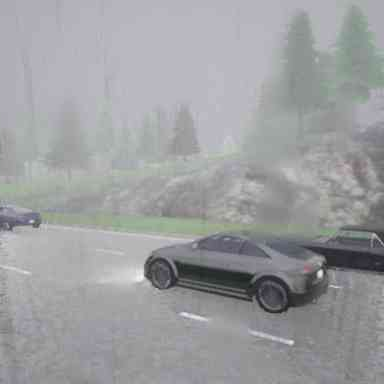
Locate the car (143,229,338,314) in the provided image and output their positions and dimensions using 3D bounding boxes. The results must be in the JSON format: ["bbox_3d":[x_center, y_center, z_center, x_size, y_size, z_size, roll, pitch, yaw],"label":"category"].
[{"bbox_3d":[0.866,1.567,7.672,4.181,1.385,1.994,0,0,35],"label":"car"}]

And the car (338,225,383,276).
[{"bbox_3d":[4.455,1.604,9.411,4.718,1.301,1.895,0,0,35],"label":"car"}]

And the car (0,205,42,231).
[{"bbox_3d":[-11.121,1.540,20.548,4.674,1.442,1.812,0,0,36],"label":"car"}]
